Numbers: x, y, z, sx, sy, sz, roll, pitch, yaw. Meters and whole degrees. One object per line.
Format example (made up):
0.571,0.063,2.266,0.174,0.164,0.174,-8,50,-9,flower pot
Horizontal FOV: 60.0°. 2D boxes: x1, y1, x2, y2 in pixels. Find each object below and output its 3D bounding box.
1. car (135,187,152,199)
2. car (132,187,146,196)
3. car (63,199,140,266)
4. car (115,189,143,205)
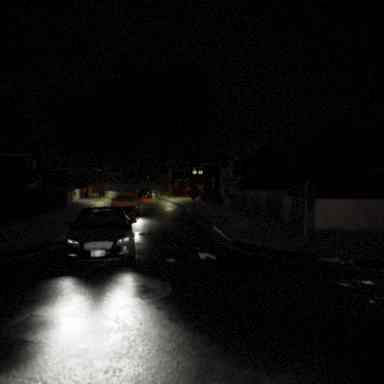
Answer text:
-6.869,0.195,48.073,1.837,1.490,4.892,-1,2,-14,car
-9.385,-0.086,58.065,2.128,1.511,4.902,-1,2,-12,car
-2.883,1.205,10.657,2.128,1.511,4.902,-1,1,-13,car
-4.727,0.834,24.028,1.882,1.535,5.008,0,2,-8,car
